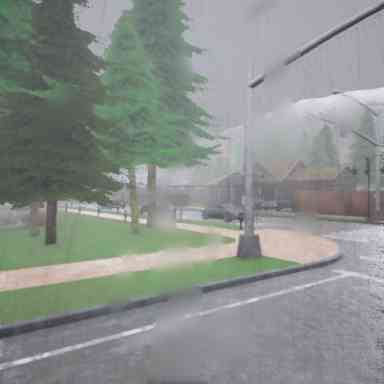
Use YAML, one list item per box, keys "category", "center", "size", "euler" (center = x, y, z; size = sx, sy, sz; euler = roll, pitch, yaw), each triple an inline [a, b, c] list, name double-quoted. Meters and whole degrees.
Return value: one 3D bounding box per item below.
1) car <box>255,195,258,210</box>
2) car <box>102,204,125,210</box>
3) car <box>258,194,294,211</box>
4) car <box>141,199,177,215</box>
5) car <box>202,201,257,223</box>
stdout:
- category: "car"
  center: [8.215, 1.175, 39.240]
  size: [3.866, 1.878, 1.905]
  euler: [0, 0, -37]
- category: "car"
  center: [-10.225, 1.557, 42.898]
  size: [1.994, 1.385, 4.181]
  euler: [0, 0, -36]
- category: "car"
  center: [10.033, 1.174, 37.461]
  size: [4.605, 1.855, 1.932]
  euler: [0, 0, -37]
- category: "car"
  center: [-3.400, 1.485, 33.824]
  size: [2.128, 1.511, 4.902]
  euler: [0, 0, -37]
- category: "car"
  center: [2.603, 1.558, 25.777]
  size: [1.994, 1.385, 4.181]
  euler: [0, 0, -37]
